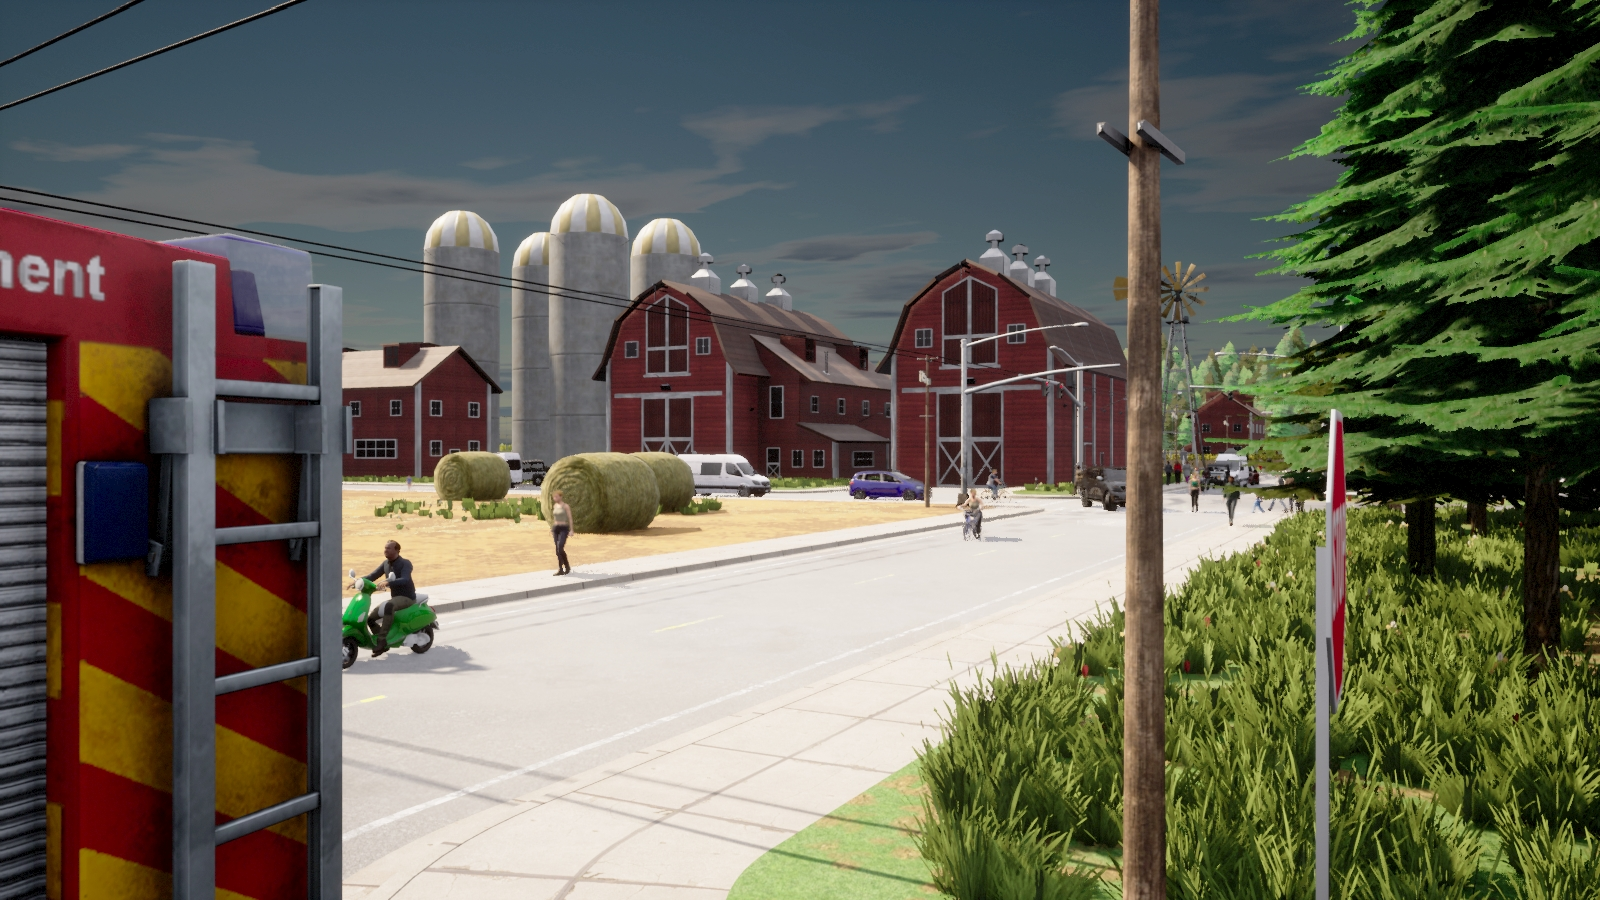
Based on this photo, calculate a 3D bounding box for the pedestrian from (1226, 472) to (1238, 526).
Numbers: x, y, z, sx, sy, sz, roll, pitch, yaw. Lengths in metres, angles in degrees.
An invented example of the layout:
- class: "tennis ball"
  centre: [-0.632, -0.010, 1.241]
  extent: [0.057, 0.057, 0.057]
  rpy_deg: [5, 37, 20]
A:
- class: "pedestrian"
  centre: [15.059, 1.696, 39.838]
  extent: [0.375, 1.860, 0.375]
  rpy_deg: [0, 0, 26]

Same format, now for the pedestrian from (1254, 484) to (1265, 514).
- class: "pedestrian"
  centre: [20.051, 2.128, 49.892]
  extent: [0.375, 1.300, 0.375]
  rpy_deg: [0, 0, 36]

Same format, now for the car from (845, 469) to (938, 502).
- class: "car"
  centre: [5.043, 1.939, 63.026]
  extent: [4.611, 1.667, 2.242]
  rpy_deg: [0, 0, 27]

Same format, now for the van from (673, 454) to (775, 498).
- class: "van"
  centre: [-4.545, 1.507, 67.966]
  extent: [5.915, 2.561, 1.988]
  rpy_deg: [0, 0, 27]

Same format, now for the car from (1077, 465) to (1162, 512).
- class: "car"
  centre: [15.111, 1.769, 54.409]
  extent: [2.150, 2.045, 5.566]
  rpy_deg: [0, 0, -4]

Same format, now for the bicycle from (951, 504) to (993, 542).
- class: "bicycle"
  centre: [5.386, 2.256, 35.705]
  extent: [0.859, 1.080, 1.487]
  rpy_deg: [0, 0, 28]

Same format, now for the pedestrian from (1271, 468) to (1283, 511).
- class: "pedestrian"
  centre: [20.617, 1.694, 49.392]
  extent: [0.375, 1.860, 0.375]
  rpy_deg: [0, 0, -40]

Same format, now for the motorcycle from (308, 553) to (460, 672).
- class: "motorcycle"
  centre: [-5.560, 2.142, 15.386]
  extent: [0.856, 1.316, 1.805]
  rpy_deg: [0, 0, 28]

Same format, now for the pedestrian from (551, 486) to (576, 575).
- class: "pedestrian"
  centre: [-5.032, 1.694, 24.313]
  extent: [0.375, 1.860, 0.375]
  rpy_deg: [0, 0, 30]

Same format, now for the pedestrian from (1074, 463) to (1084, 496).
- class: "pedestrian"
  centre: [15.981, 1.671, 65.458]
  extent: [0.375, 1.860, 0.375]
  rpy_deg: [0, 0, -34]

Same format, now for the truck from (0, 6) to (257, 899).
- class: "truck"
  centre: [-6.093, 0.866, 3.632]
  extent: [8.468, 3.827, 2.891]
  rpy_deg: [0, 0, 22]

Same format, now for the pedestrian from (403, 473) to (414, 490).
- class: "pedestrian"
  centre: [-25.291, 2.049, 73.871]
  extent: [0.500, 1.100, 0.500]
  rpy_deg: [0, 0, -44]

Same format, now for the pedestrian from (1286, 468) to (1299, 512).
- class: "pedestrian"
  centre: [20.801, 1.695, 48.272]
  extent: [0.375, 1.860, 0.375]
  rpy_deg: [0, 0, -42]

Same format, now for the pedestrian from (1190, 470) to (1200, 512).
- class: "pedestrian"
  centre: [17.679, 1.844, 51.152]
  extent: [0.375, 1.860, 0.375]
  rpy_deg: [0, 0, 28]
